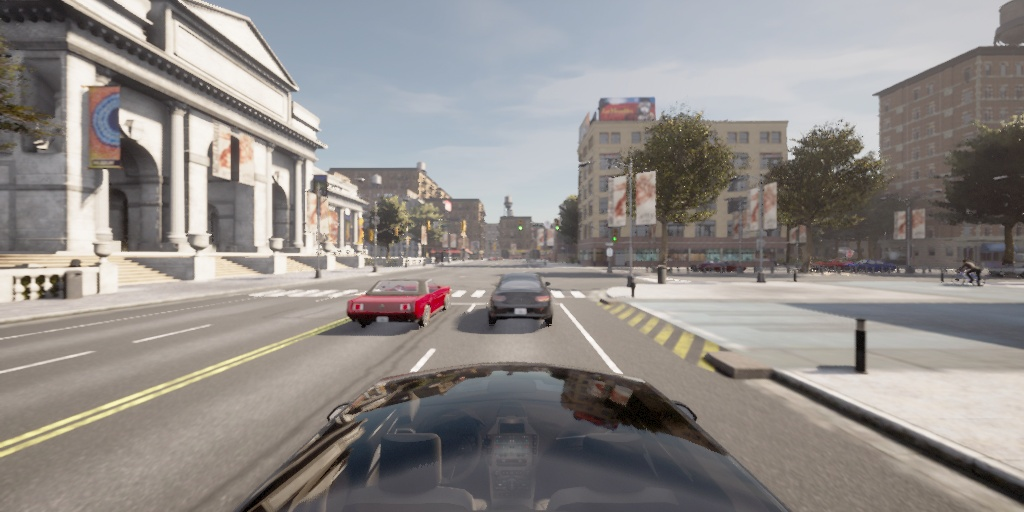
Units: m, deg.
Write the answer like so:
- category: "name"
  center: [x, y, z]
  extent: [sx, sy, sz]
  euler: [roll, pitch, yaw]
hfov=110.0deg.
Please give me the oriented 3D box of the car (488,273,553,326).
- category: "car"
  center: [0.275, 1.253, 11.500]
  extent: [1.812, 1.442, 4.674]
  euler: [0, 0, 1]

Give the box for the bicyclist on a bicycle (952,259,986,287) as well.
- category: "bicyclist on a bicycle"
  center: [27.637, 1.026, 21.730]
  extent: [0.582, 1.620, 1.656]
  euler: [0, 0, 1]

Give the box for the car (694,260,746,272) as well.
- category: "car"
  center: [24.053, 1.278, 41.275]
  extent: [4.718, 1.301, 1.895]
  euler: [0, 0, 1]

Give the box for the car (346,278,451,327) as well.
- category: "car"
  center: [-3.236, 1.326, 11.334]
  extent: [1.895, 1.301, 4.718]
  euler: [0, 0, 1]

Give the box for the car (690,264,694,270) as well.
- category: "car"
  center: [24.593, 1.233, 44.755]
  extent: [4.181, 1.385, 1.994]
  euler: [0, 0, 1]

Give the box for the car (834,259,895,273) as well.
- category: "car"
  center: [40.469, 1.169, 40.900]
  extent: [5.008, 1.535, 1.882]
  euler: [0, 0, 1]

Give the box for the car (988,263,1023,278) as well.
- category: "car"
  center: [47.068, 1.317, 32.765]
  extent: [4.718, 1.301, 1.895]
  euler: [0, 0, 1]

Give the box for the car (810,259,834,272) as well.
- category: "car"
  center: [39.787, 1.160, 44.420]
  extent: [5.008, 1.535, 1.882]
  euler: [0, 0, 1]
